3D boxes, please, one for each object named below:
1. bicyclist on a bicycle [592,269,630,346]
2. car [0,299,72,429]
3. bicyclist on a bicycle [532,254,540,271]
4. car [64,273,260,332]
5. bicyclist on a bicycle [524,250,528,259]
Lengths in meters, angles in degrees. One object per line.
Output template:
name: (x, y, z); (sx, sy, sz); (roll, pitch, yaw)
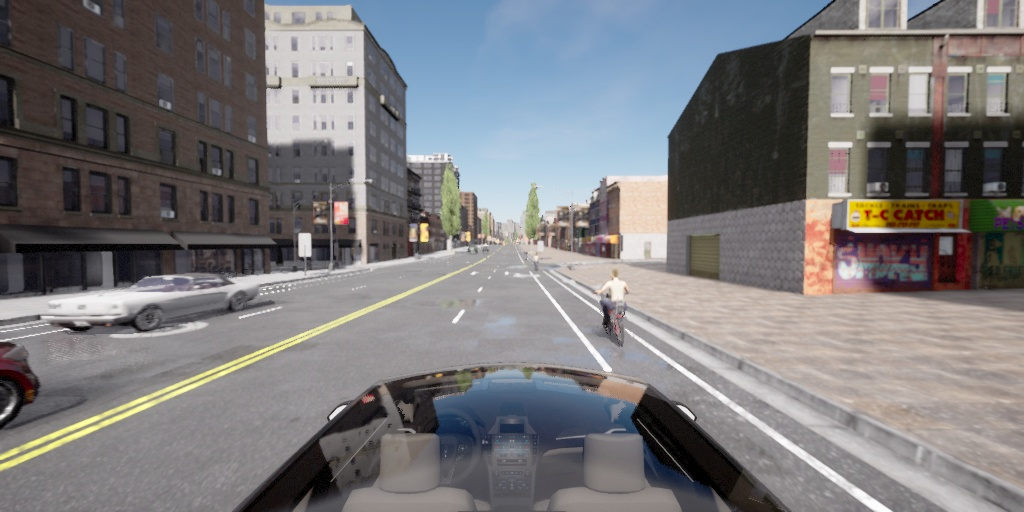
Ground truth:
bicyclist on a bicycle: (2.267, 1.079, 8.014); (0.866, 1.612, 1.509); (0, 1, 0)
car: (-6.600, 1.302, 2.442); (1.994, 1.385, 4.181); (0, 1, 0)
bicyclist on a bicycle: (2.283, 0.577, 33.822); (0.866, 1.612, 1.509); (0, 1, 0)
car: (-9.844, 1.201, 10.406); (1.895, 1.301, 4.718); (0, 1, 0)
bicyclist on a bicycle: (2.285, -0.151, 58.984); (0.659, 1.776, 1.843); (0, 2, 0)
